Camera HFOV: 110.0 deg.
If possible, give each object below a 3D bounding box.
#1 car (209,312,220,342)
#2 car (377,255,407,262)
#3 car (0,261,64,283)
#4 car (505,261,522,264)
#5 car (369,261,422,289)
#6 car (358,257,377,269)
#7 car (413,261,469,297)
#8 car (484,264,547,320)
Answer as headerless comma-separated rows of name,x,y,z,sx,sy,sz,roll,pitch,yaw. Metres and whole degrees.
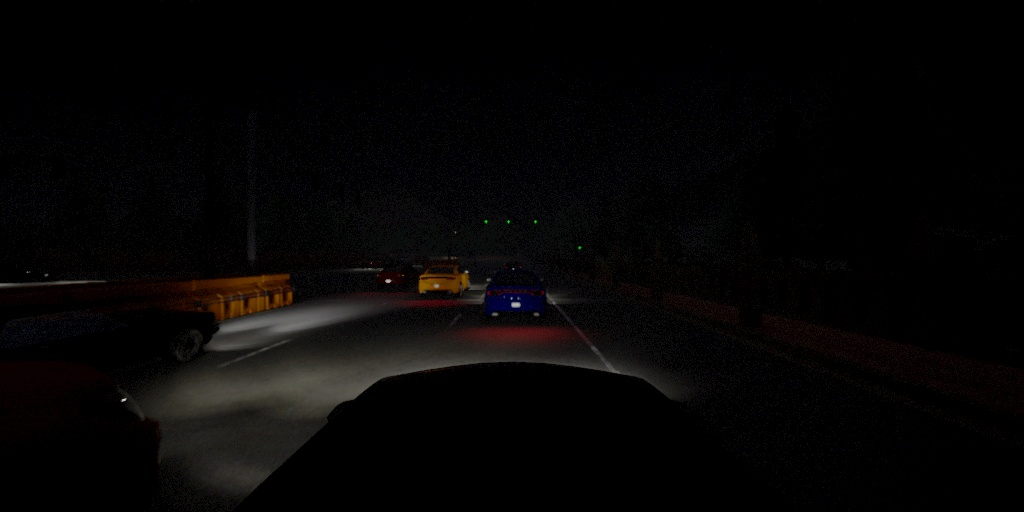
car,-6.896,1.341,5.137,1.895,1.301,4.718,0,0,0
car,-17.525,0.968,52.652,2.097,1.767,4.553,0,0,0
car,-37.437,1.175,26.950,4.902,1.511,2.128,0,0,0
car,0.131,1.223,36.268,1.994,1.385,4.181,0,0,0
car,-6.890,1.221,22.247,1.812,1.442,4.674,0,0,0
car,-21.020,0.966,53.277,2.097,1.767,4.553,0,0,0
car,-3.386,1.183,18.588,1.882,1.535,5.008,0,0,0
car,0.109,1.199,12.472,1.882,1.535,5.008,0,0,0
